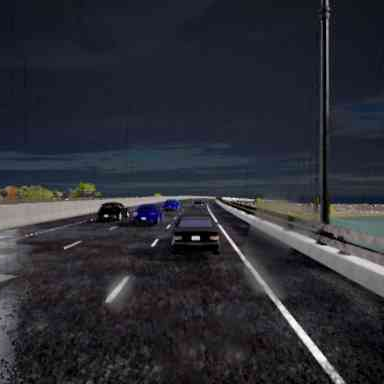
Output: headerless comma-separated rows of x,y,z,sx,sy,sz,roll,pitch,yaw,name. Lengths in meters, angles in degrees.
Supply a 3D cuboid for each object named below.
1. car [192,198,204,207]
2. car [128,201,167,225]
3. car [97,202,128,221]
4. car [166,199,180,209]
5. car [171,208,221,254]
1.000,1.754,55.495,2.128,1.511,4.902,0,0,2,car
-3.215,1.620,24.701,1.812,1.442,4.674,0,0,1,car
-6.661,1.615,28.407,1.837,1.490,4.892,0,0,1,car
-2.788,1.679,45.617,1.882,1.535,5.008,0,0,1,car
0.150,1.599,13.674,2.033,1.411,5.357,0,0,1,car
